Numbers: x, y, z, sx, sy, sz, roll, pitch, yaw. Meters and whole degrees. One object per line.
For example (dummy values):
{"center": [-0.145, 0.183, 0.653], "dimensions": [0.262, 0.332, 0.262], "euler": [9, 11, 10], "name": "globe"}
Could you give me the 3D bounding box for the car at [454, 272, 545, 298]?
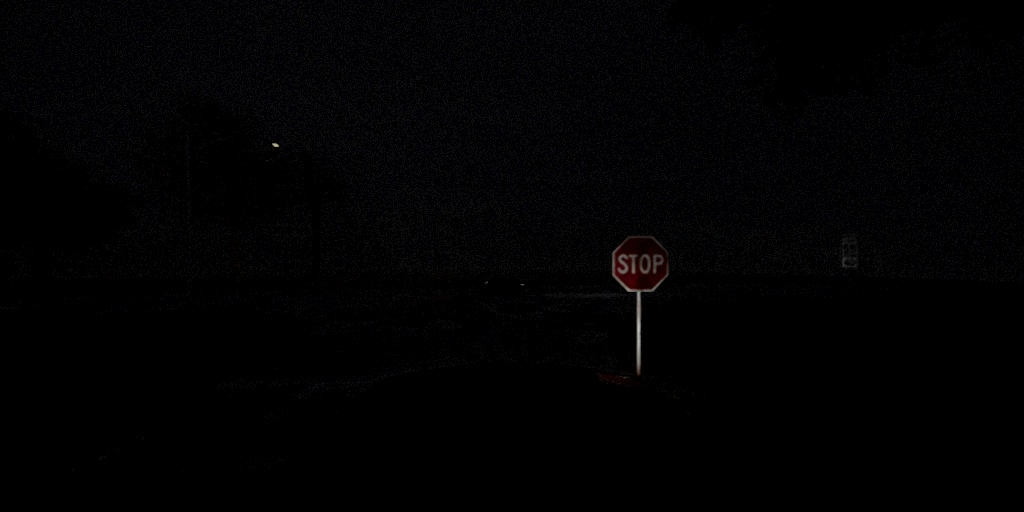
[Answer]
{"center": [-0.597, 1.499, 19.067], "dimensions": [4.718, 1.301, 1.895], "euler": [0, -1, 0], "name": "car"}
